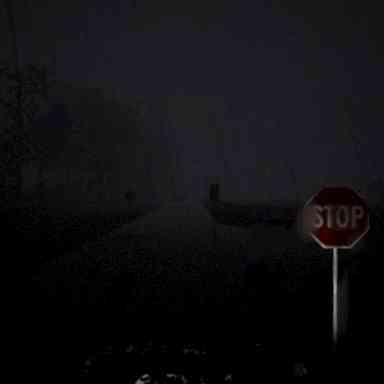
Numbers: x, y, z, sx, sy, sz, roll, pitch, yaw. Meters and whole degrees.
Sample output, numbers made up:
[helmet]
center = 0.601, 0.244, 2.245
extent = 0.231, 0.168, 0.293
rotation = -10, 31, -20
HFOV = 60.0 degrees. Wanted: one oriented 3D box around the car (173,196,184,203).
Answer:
[car]
center = -2.660, 1.460, 65.479
extent = 1.994, 1.385, 4.181
rotation = 0, 0, 0
